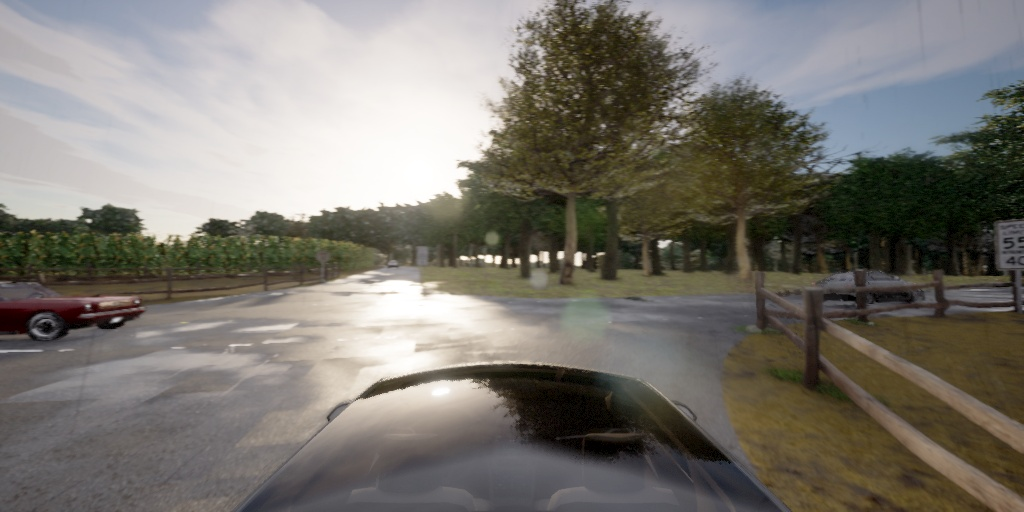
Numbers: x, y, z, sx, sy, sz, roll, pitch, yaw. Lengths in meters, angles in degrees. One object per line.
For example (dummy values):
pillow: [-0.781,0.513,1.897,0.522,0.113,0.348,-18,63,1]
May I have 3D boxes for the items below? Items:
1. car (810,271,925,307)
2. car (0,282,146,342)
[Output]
car: [14.721,1.301,14.953,4.181,1.385,1.994,0,-3,-14]
car: [-11.822,1.239,8.266,4.718,1.301,1.895,1,-3,-14]
